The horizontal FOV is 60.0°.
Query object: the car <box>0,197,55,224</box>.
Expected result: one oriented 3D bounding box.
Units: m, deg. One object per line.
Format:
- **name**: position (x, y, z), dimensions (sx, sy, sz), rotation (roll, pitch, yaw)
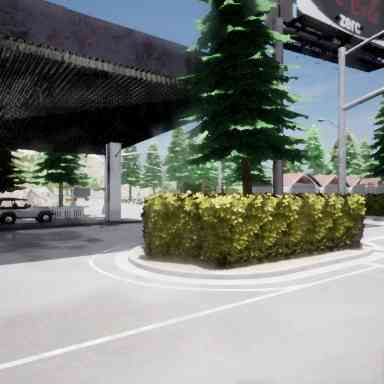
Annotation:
- **car**: position (-11.918, 1.313, 23.516), dimensions (3.866, 1.878, 1.905), rotation (0, 0, -36)
